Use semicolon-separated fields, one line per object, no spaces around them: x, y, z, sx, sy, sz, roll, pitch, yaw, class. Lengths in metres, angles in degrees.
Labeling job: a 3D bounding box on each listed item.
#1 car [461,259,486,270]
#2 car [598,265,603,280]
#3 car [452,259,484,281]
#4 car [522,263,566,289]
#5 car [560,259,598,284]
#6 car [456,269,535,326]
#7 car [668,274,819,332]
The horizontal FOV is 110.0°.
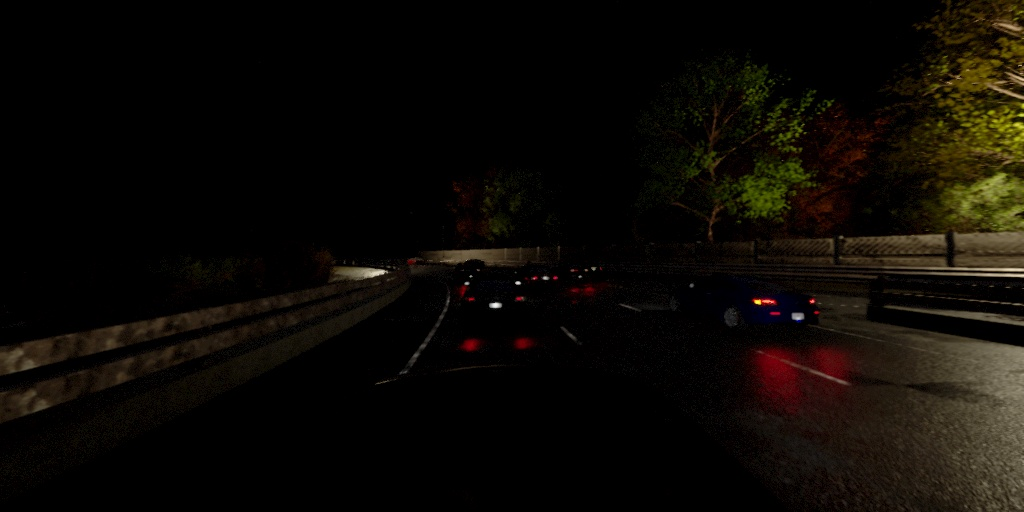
-5.710;1.205;52.764;1.882;1.535;5.008;0;0;-27;car
5.307;1.057;29.577;2.097;1.767;4.553;0;0;-29;car
-3.523;1.233;27.787;2.128;1.511;4.902;0;0;-14;car
1.355;1.276;22.423;2.033;1.411;5.357;0;0;-11;car
4.020;1.203;26.323;2.128;1.511;4.902;0;0;-13;car
-0.618;1.308;11.717;1.994;1.385;4.181;0;0;-5;car
6.506;1.245;10.667;1.812;1.442;4.674;0;0;-4;car
